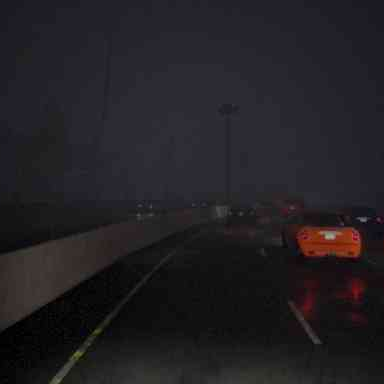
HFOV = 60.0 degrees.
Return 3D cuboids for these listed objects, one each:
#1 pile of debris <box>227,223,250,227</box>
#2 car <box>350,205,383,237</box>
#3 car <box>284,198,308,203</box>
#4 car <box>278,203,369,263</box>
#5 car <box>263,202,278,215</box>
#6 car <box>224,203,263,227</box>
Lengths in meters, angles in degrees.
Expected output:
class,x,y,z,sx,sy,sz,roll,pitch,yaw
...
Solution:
class,x,y,z,sx,sy,sz,roll,pitch,yaw
pile of debris,3.489,2.440,24.676,1.500,0.140,1.860,0,-1,16
car,9.777,1.588,20.092,2.097,1.767,4.553,0,-1,13
car,10.443,1.598,33.635,2.150,2.045,5.566,0,-1,22
car,4.788,1.500,12.898,2.097,1.767,4.553,0,-1,8
car,9.537,1.950,40.382,1.837,1.490,4.892,0,0,23
car,4.014,1.624,25.542,2.097,1.767,4.553,0,-1,15
